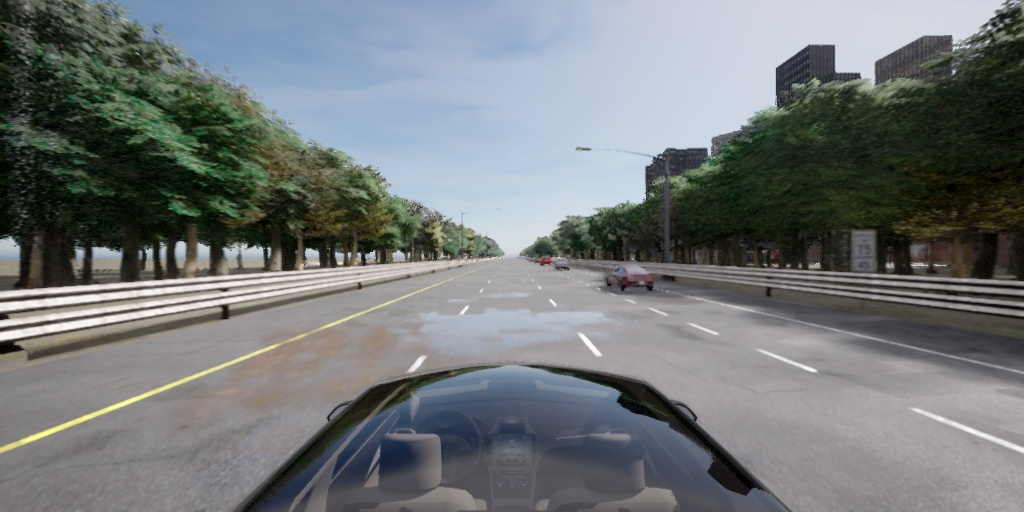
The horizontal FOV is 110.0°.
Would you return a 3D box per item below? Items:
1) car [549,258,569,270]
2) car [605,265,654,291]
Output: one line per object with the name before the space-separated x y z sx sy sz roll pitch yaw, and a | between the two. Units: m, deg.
car | 7.001 1.328 51.606 2.033 1.411 5.357 0 0 0
car | 6.997 1.284 21.604 1.812 1.442 4.674 0 0 0
